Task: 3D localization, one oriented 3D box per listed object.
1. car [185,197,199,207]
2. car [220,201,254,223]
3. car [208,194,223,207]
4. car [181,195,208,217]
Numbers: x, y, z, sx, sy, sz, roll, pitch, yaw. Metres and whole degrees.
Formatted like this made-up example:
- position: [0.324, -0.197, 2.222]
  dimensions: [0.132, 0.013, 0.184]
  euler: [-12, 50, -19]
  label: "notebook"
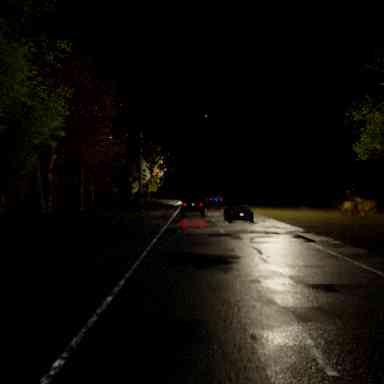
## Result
- position: [0.071, 1.623, 53.039]
  dimensions: [2.033, 1.411, 5.357]
  euler: [0, 0, 3]
  label: "car"
- position: [3.593, 1.610, 26.070]
  dimensions: [1.994, 1.385, 4.181]
  euler: [0, 0, 0]
  label: "car"
- position: [3.593, 1.293, 52.442]
  dimensions: [2.150, 2.045, 5.566]
  euler: [0, 0, 0]
  label: "car"
- position: [0.095, 1.274, 32.702]
  dimensions: [2.150, 2.045, 5.566]
  euler: [0, 0, 0]
  label: "car"
